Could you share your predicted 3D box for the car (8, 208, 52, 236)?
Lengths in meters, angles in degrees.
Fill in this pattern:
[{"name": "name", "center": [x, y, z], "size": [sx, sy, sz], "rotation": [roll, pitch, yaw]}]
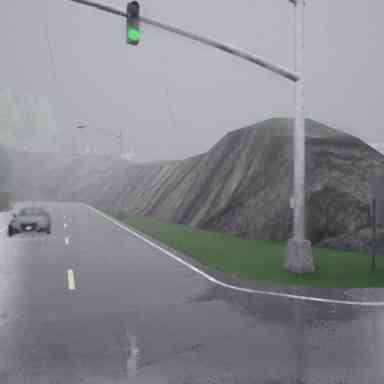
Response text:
[{"name": "car", "center": [-8.905, 1.595, 18.535], "size": [1.994, 1.385, 4.181], "rotation": [0, 0, -21]}]
